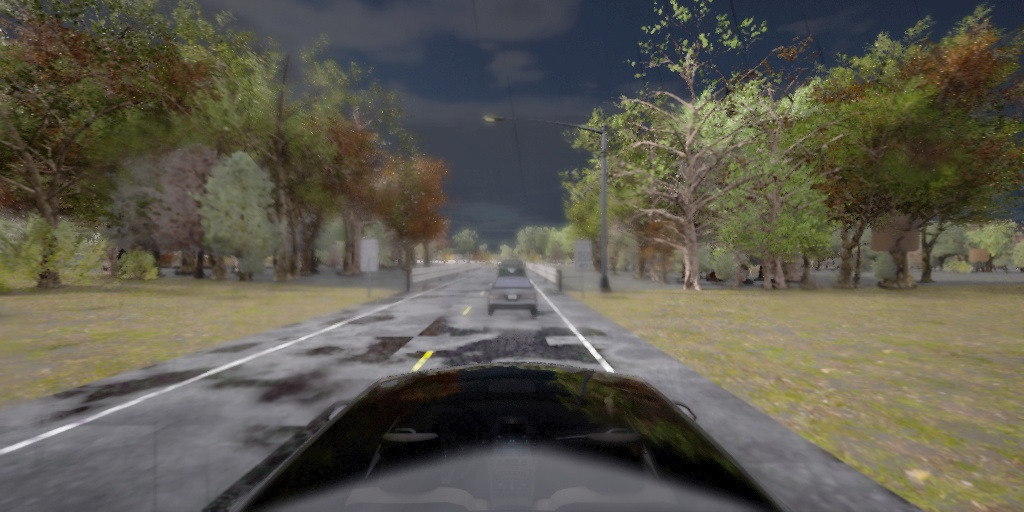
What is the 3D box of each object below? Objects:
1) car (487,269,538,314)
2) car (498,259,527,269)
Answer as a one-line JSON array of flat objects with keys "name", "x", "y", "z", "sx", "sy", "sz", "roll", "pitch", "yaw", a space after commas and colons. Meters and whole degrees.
[{"name": "car", "x": 0.017, "y": 1.427, "z": 14.368, "sx": 2.033, "sy": 1.411, "sz": 5.357, "roll": 0, "pitch": -1, "yaw": 0}, {"name": "car", "x": 0.020, "y": 1.258, "z": 29.440, "sx": 2.150, "sy": 2.045, "sz": 5.566, "roll": 0, "pitch": 0, "yaw": 0}]
